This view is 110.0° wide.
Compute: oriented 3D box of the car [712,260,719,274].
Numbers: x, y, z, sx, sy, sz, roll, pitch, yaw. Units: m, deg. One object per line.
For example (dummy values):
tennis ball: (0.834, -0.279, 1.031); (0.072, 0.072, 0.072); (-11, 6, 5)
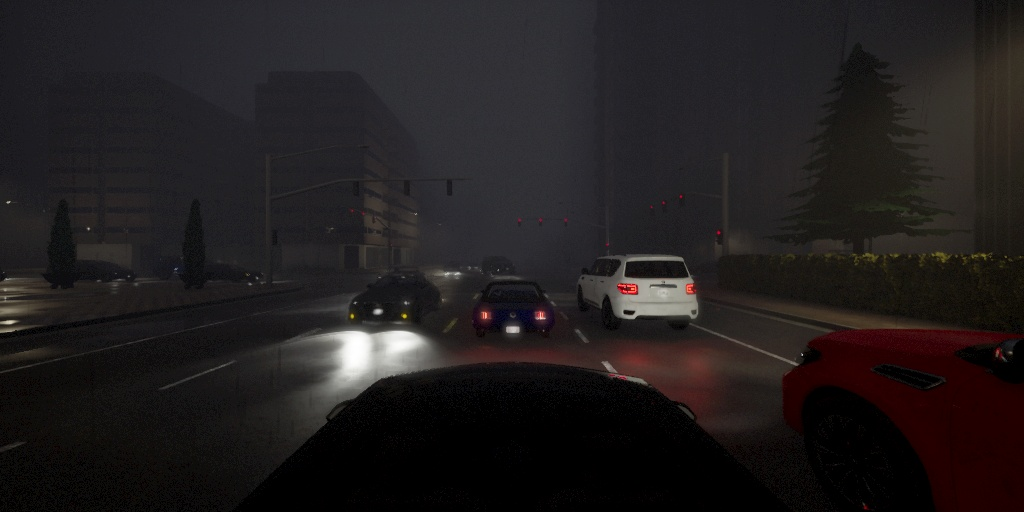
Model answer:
car: (20.821, 1.228, 37.652); (5.008, 1.535, 1.882); (0, 0, 1)

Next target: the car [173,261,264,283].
car: (-22.007, 1.297, 27.292); (5.357, 1.411, 2.033); (0, 0, 1)

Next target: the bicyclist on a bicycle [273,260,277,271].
bicyclist on a bicycle: (-28.698, 1.051, 42.856); (0.582, 1.620, 1.656); (0, 0, 0)

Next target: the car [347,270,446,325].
car: (-3.616, 1.314, 11.677); (1.994, 1.385, 4.181); (0, 0, 0)

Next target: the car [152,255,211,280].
car: (-27.503, 0.972, 30.863); (5.566, 2.045, 2.150); (0, 0, 0)

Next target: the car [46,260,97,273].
car: (-36.972, 1.102, 30.947); (4.553, 1.767, 2.097); (0, 0, 1)

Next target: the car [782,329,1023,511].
car: (3.601, 0.971, 0.960); (2.150, 2.045, 5.566); (0, 0, 0)

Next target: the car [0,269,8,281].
car: (-41.844, 1.276, 27.486); (4.674, 1.442, 1.812); (0, 0, 1)

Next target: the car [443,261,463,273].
car: (-7.166, 1.314, 43.840); (1.994, 1.385, 4.181); (0, 0, 0)

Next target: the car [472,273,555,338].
car: (0.044, 1.351, 10.192); (1.895, 1.301, 4.718); (0, 0, 0)

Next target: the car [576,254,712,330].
car: (3.574, 0.971, 11.321); (2.150, 2.045, 5.566); (0, 0, -2)

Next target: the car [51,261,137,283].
car: (-31.591, 1.276, 27.399); (4.674, 1.442, 1.812); (0, 0, 1)

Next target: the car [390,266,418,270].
car: (-7.133, 1.351, 23.394); (1.895, 1.301, 4.718); (0, 0, 0)

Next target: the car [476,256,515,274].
car: (-1.625, 0.974, 38.718); (2.150, 2.045, 5.566); (-1, 0, -25)
